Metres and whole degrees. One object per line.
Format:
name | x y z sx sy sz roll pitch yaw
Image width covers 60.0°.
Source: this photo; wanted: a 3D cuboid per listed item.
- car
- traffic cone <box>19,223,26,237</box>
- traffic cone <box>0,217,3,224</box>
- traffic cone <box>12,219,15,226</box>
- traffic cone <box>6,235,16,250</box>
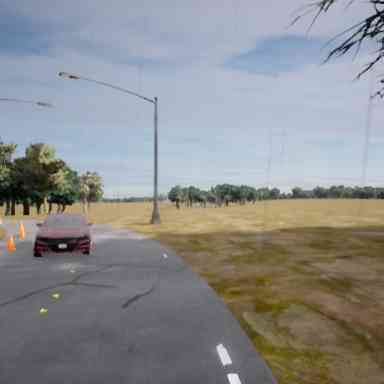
car | -5.113 1.573 13.510 1.882 1.535 5.008 1 -1 -19
traffic cone | -9.119 2.127 17.905 0.340 0.580 0.340 1 -2 -25
traffic cone | -16.972 2.556 29.614 0.340 0.580 0.340 2 -4 -43
traffic cone | -13.951 2.388 25.993 0.340 0.580 0.340 2 -3 -37
traffic cone | -7.363 2.038 13.525 0.340 0.580 0.340 1 -1 -19
